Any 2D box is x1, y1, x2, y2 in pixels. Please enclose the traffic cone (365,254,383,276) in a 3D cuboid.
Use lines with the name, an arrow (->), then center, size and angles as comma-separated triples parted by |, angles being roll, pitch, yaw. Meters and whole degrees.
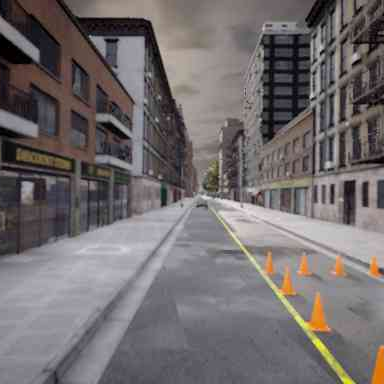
traffic cone -> 5.260, 2.084, 9.613 | 0.340, 0.580, 0.340 | 1, 0, 1

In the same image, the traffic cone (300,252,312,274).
traffic cone -> 3.259, 2.051, 9.663 | 0.340, 0.580, 0.340 | 1, 0, 1

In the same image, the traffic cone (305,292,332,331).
traffic cone -> 2.160, 2.015, 5.689 | 0.340, 0.580, 0.340 | 1, 0, 1

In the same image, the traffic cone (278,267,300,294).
traffic cone -> 2.210, 2.025, 7.689 | 0.340, 0.580, 0.340 | 1, 0, 1

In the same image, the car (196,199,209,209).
car -> 1.581, 1.830, 51.545 | 2.033, 1.411, 5.357 | 1, 0, 1

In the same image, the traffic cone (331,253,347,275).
traffic cone -> 4.259, 2.067, 9.638 | 0.340, 0.580, 0.340 | 1, 0, 1

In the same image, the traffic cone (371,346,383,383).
traffic cone -> 2.111, 2.006, 3.690 | 0.340, 0.580, 0.340 | 1, 0, 1
